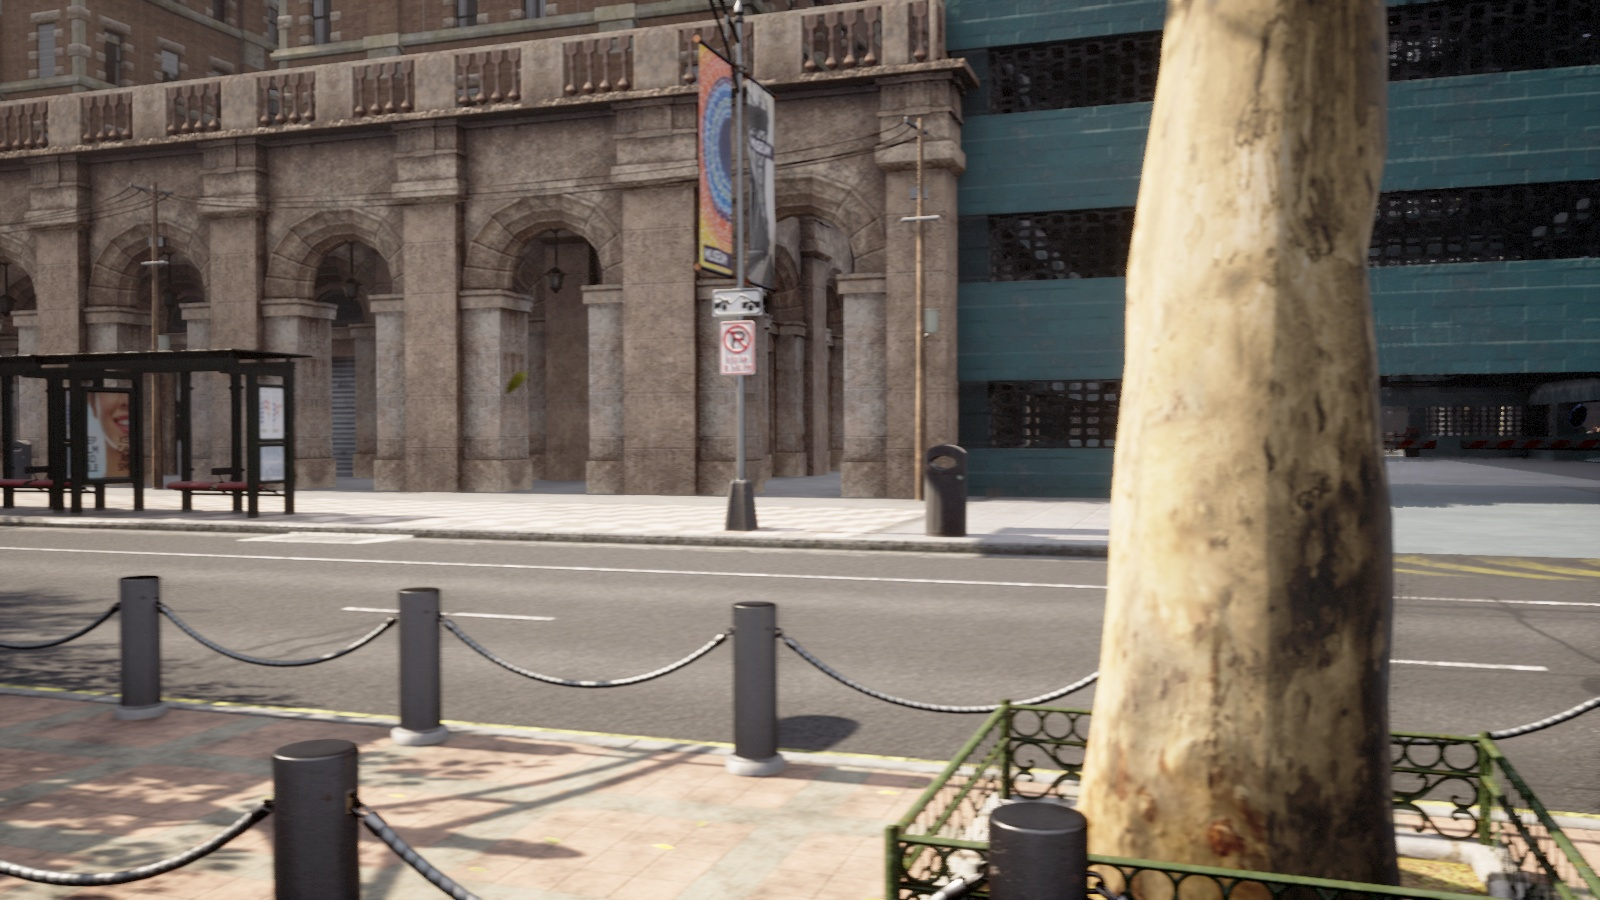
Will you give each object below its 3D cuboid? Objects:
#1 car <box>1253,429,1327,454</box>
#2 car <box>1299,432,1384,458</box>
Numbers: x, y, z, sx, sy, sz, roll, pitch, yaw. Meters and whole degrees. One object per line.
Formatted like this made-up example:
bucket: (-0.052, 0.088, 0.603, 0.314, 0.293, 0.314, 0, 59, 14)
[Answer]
car: (33.506, -0.582, 86.079, 4.611, 1.667, 2.242, 1, 1, 18)
car: (32.437, -0.312, 75.370, 4.514, 1.525, 2.007, 1, 1, 18)
